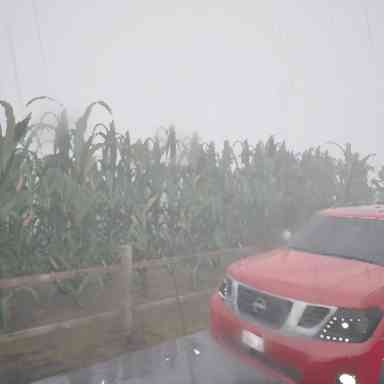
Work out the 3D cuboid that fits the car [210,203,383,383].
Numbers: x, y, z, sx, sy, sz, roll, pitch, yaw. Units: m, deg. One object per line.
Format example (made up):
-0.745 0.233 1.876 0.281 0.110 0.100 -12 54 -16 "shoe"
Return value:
2.896 1.226 5.129 5.566 2.045 2.150 0 0 -35 "car"
